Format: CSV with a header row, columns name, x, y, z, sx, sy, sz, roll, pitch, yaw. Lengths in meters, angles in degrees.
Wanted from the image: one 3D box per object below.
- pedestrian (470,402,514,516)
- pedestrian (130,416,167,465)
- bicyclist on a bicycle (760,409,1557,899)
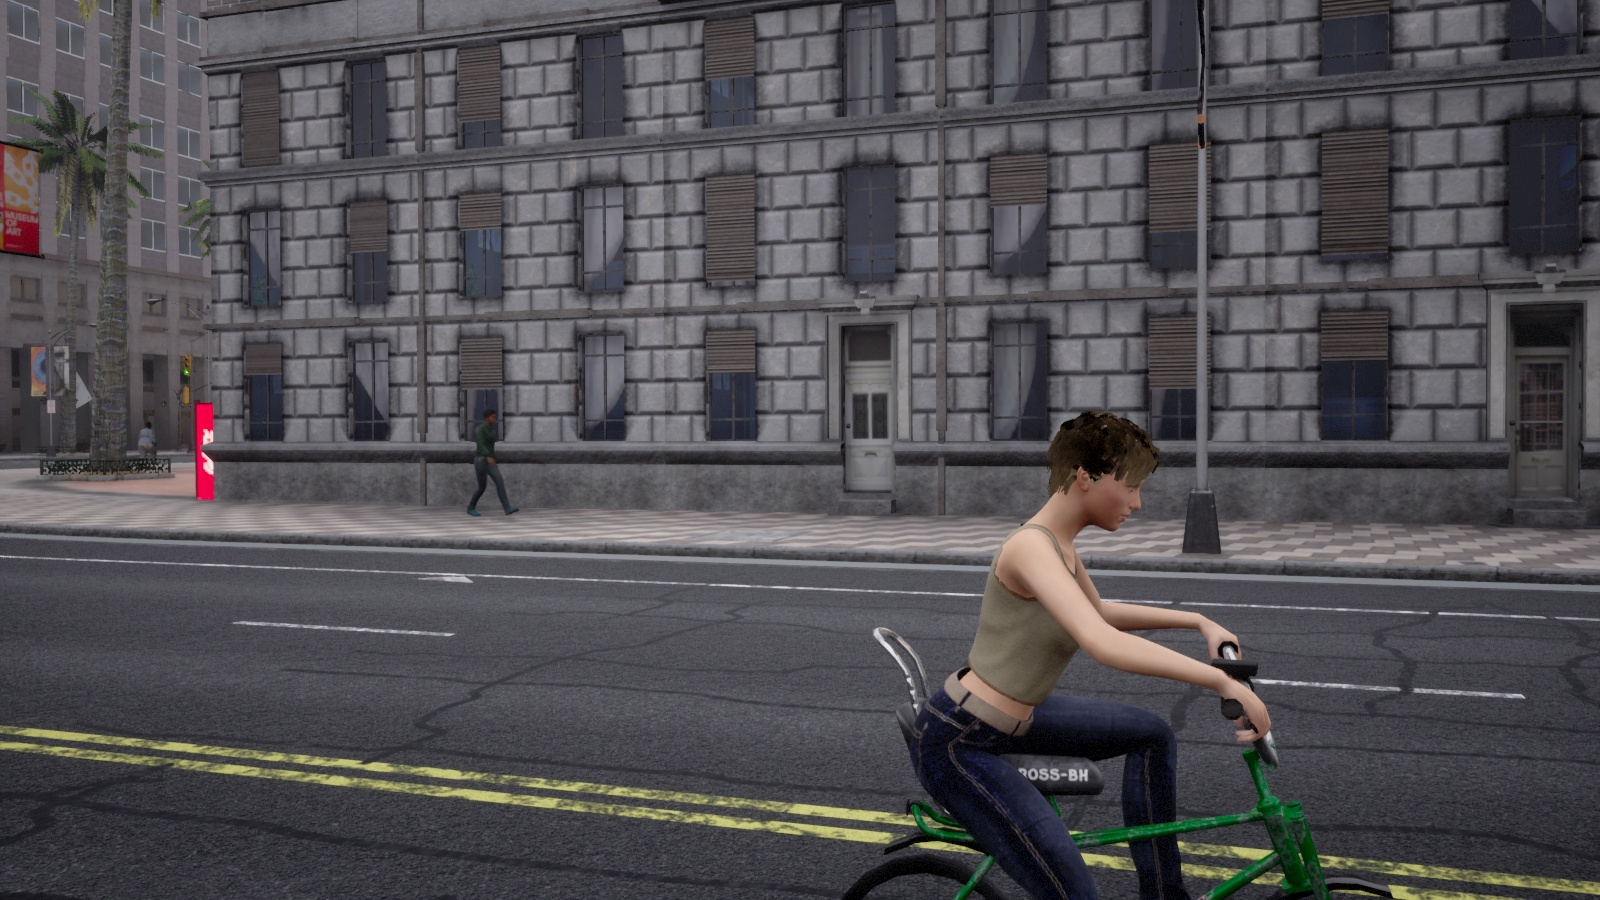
name,x,y,z,sx,sy,sz,roll,pitch,yaw
pedestrian,-5.052,0.134,20.591,0.614,1.847,0.353,1,1,23
pedestrian,-25.029,-0.384,48.252,0.874,1.855,0.900,0,1,11
bicyclist on a bicycle,0.768,0.719,2.901,1.509,1.612,0.866,1,1,18
